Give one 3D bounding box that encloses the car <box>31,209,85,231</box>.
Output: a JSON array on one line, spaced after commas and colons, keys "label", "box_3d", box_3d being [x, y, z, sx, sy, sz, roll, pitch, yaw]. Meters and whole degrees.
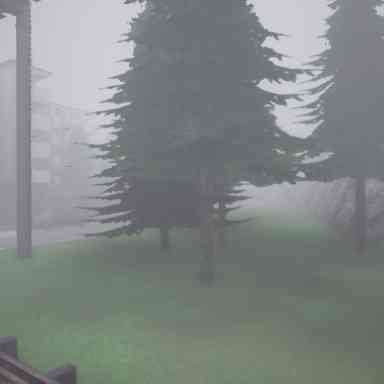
[{"label": "car", "box_3d": [-9.725, 1.947, 24.222, 2.033, 1.411, 5.357, -1, 0, 26]}]
